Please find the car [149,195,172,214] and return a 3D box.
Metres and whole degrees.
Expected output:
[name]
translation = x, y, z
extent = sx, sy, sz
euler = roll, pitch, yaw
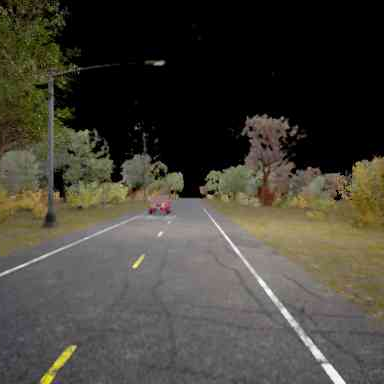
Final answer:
[car]
translation = -3.496, 1.372, 37.426
extent = 2.150, 2.045, 5.566
euler = 0, 0, 0
